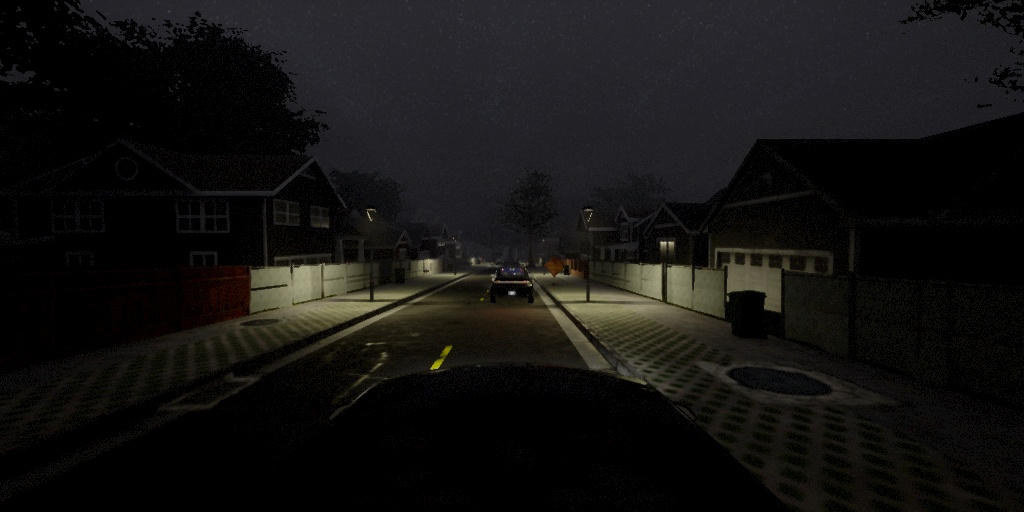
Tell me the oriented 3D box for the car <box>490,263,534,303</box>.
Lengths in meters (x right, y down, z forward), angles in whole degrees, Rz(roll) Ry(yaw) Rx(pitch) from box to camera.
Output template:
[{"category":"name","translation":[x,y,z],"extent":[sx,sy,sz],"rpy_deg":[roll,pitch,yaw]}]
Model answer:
[{"category":"car","translation":[0.000,1.247,16.512],"extent":[2.128,1.511,4.902],"rpy_deg":[0,0,0]}]

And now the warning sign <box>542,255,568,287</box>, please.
[{"category":"warning sign","translation":[2.518,0.870,21.630],"extent":[1.300,1.860,1.060],"rpy_deg":[0,0,0]}]

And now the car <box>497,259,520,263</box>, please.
[{"category":"car","translation":[0.001,1.130,31.495],"extent":[2.097,1.767,4.553],"rpy_deg":[0,0,0]}]
